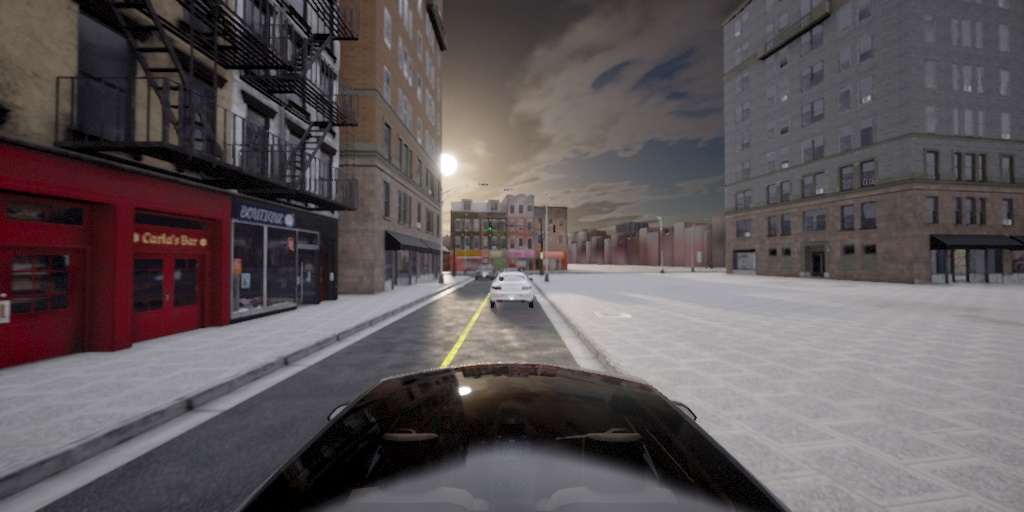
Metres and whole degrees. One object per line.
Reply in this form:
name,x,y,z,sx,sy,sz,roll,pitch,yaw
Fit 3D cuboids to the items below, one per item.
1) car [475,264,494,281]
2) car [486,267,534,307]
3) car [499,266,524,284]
car,-2.525,1.584,35.297,2.128,1.511,4.902,0,-1,0
car,-0.003,1.417,16.217,1.812,1.442,4.674,0,0,0
car,-0.013,1.611,31.173,1.994,1.385,4.181,0,-1,0
